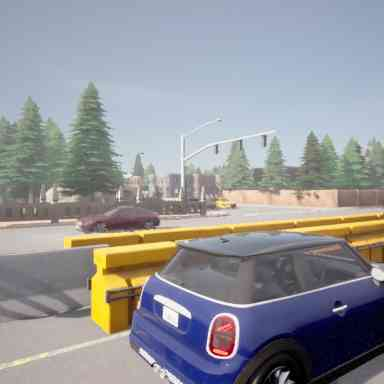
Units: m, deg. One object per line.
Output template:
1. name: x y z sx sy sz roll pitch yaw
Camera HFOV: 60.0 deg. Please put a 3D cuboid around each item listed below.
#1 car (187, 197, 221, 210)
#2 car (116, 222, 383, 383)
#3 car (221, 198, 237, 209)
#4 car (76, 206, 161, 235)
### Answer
1. car: 1.128 1.503 42.474 1.837 1.490 4.892 0 0 -35
2. car: 1.502 1.352 4.797 4.553 1.767 2.097 0 0 -35
3. car: 3.913 1.478 44.597 1.882 1.535 5.008 0 0 -35
4. car: -3.933 1.525 18.311 4.674 1.442 1.812 0 0 -35
